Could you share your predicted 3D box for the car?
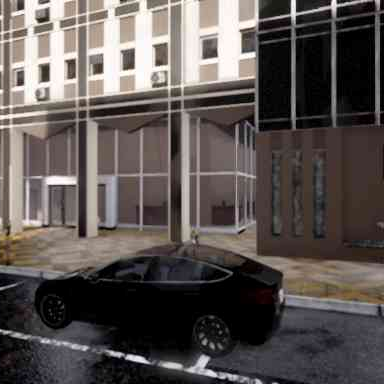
[{"bbox_3d":[-0.608,1.586,5.732,4.313,1.339,1.947,0,0,20],"label":"car"}]
